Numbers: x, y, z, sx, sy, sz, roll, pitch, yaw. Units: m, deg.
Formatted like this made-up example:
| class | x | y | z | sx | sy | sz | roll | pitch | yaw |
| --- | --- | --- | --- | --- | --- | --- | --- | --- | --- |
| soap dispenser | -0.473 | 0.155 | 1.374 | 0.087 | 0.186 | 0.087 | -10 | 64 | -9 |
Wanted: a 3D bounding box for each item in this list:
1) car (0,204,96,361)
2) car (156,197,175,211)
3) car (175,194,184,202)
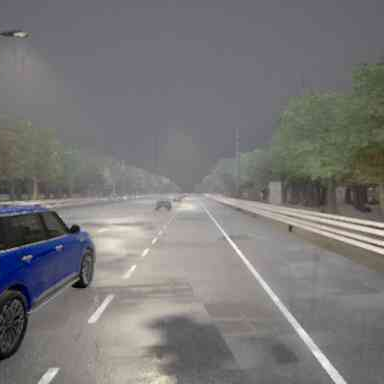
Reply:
| class | x | y | z | sx | sy | sz | roll | pitch | yaw |
| --- | --- | --- | --- | --- | --- | --- | --- | --- | --- |
| car | -3.499 | 1.224 | 6.049 | 2.150 | 2.045 | 5.566 | 0 | 0 | 0 |
| car | -3.480 | 1.522 | 41.971 | 1.837 | 1.490 | 4.892 | 0 | 0 | 0 |
| car | -3.419 | 1.611 | 77.190 | 1.994 | 1.385 | 4.181 | 0 | 0 | 0 |
